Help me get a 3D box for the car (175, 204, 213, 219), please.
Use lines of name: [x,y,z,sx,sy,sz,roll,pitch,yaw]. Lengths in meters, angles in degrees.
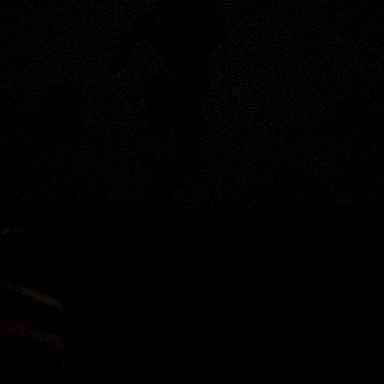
car: [0.336,1.971,34.098,1.882,1.535,5.008,-1,-1,35]
